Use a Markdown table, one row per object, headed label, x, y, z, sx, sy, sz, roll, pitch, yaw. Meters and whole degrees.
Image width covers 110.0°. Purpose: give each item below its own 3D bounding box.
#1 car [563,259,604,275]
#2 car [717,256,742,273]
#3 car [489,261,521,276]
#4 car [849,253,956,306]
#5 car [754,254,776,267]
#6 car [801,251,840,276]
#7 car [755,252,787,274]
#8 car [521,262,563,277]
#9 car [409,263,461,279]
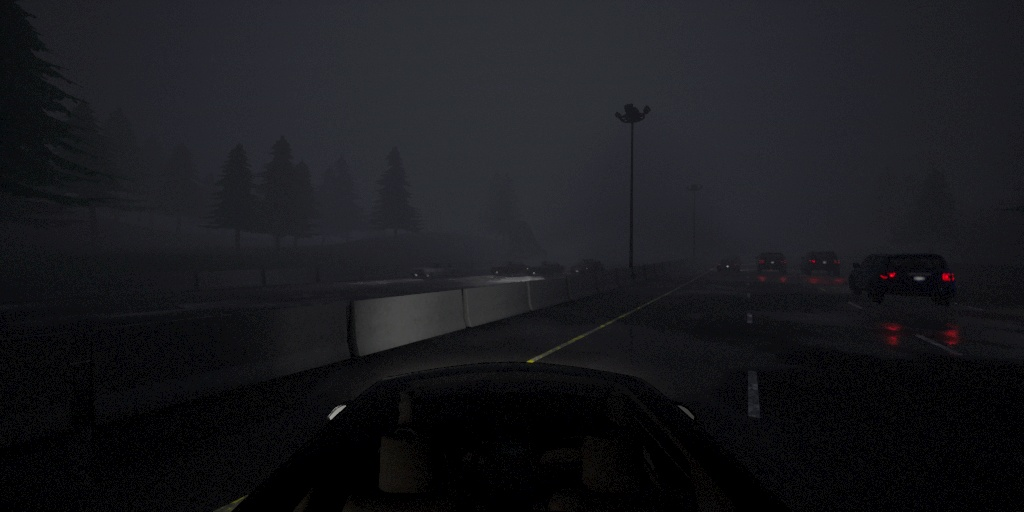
| label | x | y | z | sx | sy | sz | roll | pitch | yaw |
| --- | --- | --- | --- | --- | --- | --- | --- | --- | --- |
| car | 6.958 | 1.056 | 32.933 | 2.128 | 1.511 | 4.902 | 0 | 1 | 34 |
| car | 22.283 | 0.955 | 36.897 | 1.994 | 1.385 | 4.181 | 0 | 1 | 33 |
| car | -0.162 | 1.188 | 34.867 | 1.895 | 1.301 | 4.718 | 0 | 1 | 34 |
| car | 16.768 | 0.897 | 15.695 | 2.150 | 2.045 | 5.566 | 0 | 1 | 33 |
| car | 33.012 | 0.582 | 46.879 | 2.128 | 1.511 | 4.902 | 0 | 1 | 33 |
| car | 27.484 | 0.629 | 32.060 | 2.150 | 2.045 | 5.566 | 0 | 0 | 33 |
| car | 24.837 | 0.626 | 34.406 | 2.150 | 2.045 | 5.566 | 0 | 1 | 33 |
| car | 3.164 | 1.182 | 33.549 | 1.895 | 1.301 | 4.718 | 0 | 1 | 34 |
| car | -6.673 | 1.252 | 31.360 | 1.895 | 1.301 | 4.718 | 0 | 1 | 33 |
